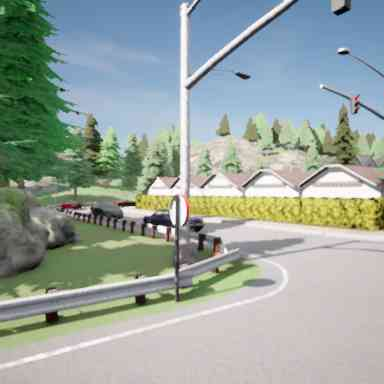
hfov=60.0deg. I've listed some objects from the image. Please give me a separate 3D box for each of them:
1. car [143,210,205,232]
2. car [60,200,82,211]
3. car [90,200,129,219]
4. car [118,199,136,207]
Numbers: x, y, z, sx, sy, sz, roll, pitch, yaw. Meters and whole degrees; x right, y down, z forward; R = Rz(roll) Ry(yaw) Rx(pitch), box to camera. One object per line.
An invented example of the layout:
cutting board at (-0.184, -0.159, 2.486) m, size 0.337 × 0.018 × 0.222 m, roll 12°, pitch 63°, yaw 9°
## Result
car at (-1.229, 1.804, 20.971) m, size 1.895 × 1.301 × 4.718 m, roll 0°, pitch 0°, yaw -35°
car at (-16.346, 1.795, 44.987) m, size 1.895 × 1.301 × 4.718 m, roll 0°, pitch 0°, yaw -6°
car at (-7.823, 1.709, 30.370) m, size 1.837 × 1.490 × 4.892 m, roll 0°, pitch 0°, yaw -35°
car at (-10.764, 1.800, 53.503) m, size 1.895 × 1.301 × 4.718 m, roll 0°, pitch 0°, yaw 33°
